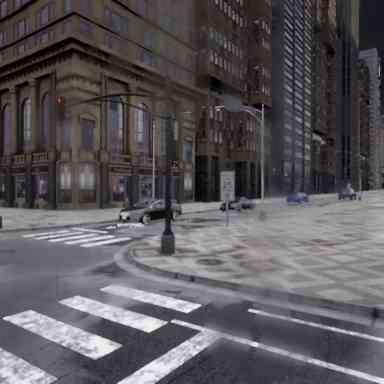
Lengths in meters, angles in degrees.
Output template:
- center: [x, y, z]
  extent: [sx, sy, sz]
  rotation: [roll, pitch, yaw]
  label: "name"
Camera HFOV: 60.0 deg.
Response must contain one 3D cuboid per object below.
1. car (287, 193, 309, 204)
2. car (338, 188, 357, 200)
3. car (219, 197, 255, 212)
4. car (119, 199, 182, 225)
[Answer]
- center: [14.690, 0.819, 46.022]
  extent: [1.882, 1.535, 5.008]
  rotation: [0, 1, 36]
  label: "car"
- center: [27.031, 0.356, 57.855]
  extent: [2.150, 2.045, 5.566]
  rotation: [0, 1, 36]
  label: "car"
- center: [4.338, 1.142, 31.624]
  extent: [1.994, 1.385, 4.181]
  rotation: [0, 1, 36]
  label: "car"
- center: [-2.629, 1.229, 21.901]
  extent: [2.128, 1.511, 4.902]
  rotation: [0, 1, 36]
  label: "car"
